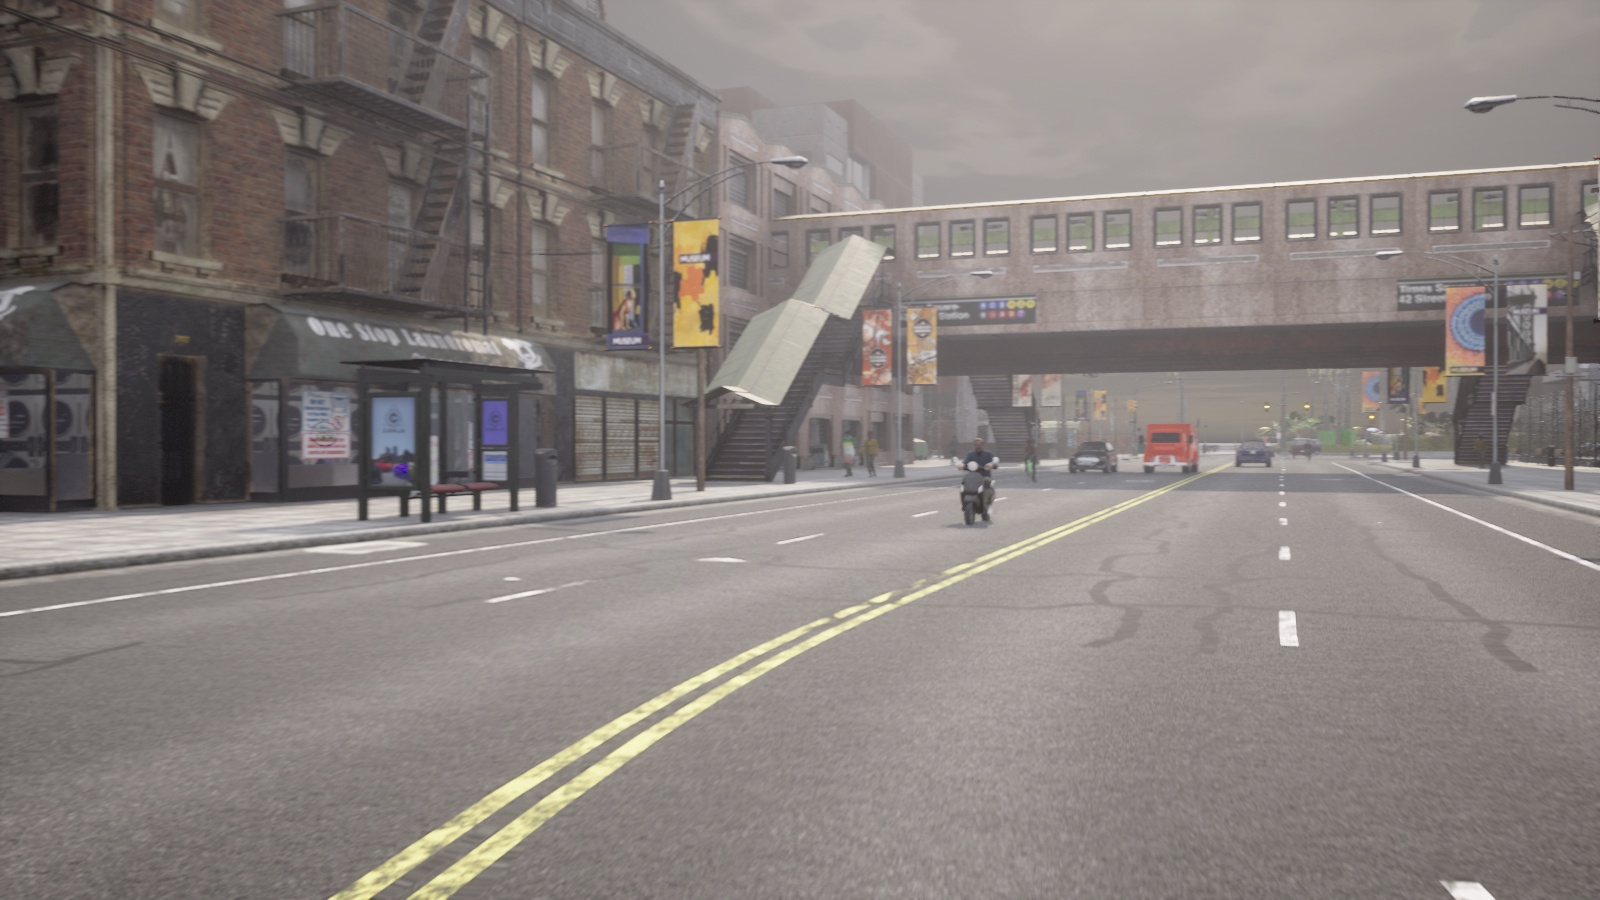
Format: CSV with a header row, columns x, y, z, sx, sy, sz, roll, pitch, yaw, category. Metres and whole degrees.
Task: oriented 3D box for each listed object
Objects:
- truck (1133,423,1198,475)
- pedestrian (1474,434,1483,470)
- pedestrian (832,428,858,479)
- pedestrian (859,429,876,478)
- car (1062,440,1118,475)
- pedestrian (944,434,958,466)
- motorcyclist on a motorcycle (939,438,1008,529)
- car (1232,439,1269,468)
x,y,z,sx,sy,sz,roll,pitch,yaw,category
18.273,-0.056,62.562,2.627,2.467,5.204,0,0,21,truck
35.314,0.108,65.361,0.370,1.835,0.726,0,0,23,pedestrian
1.757,0.129,48.975,0.659,1.952,0.873,0,0,33,pedestrian
2.558,0.138,47.645,0.431,1.840,0.709,0,0,20,pedestrian
14.467,0.353,62.448,2.033,1.649,4.856,0,0,21,car
8.752,0.009,72.760,0.540,1.848,0.694,0,0,32,pedestrian
3.202,0.576,23.010,0.866,1.590,1.817,0,0,21,motorcyclist on a motorcycle
28.600,0.214,79.687,2.097,1.767,4.553,0,0,21,car
